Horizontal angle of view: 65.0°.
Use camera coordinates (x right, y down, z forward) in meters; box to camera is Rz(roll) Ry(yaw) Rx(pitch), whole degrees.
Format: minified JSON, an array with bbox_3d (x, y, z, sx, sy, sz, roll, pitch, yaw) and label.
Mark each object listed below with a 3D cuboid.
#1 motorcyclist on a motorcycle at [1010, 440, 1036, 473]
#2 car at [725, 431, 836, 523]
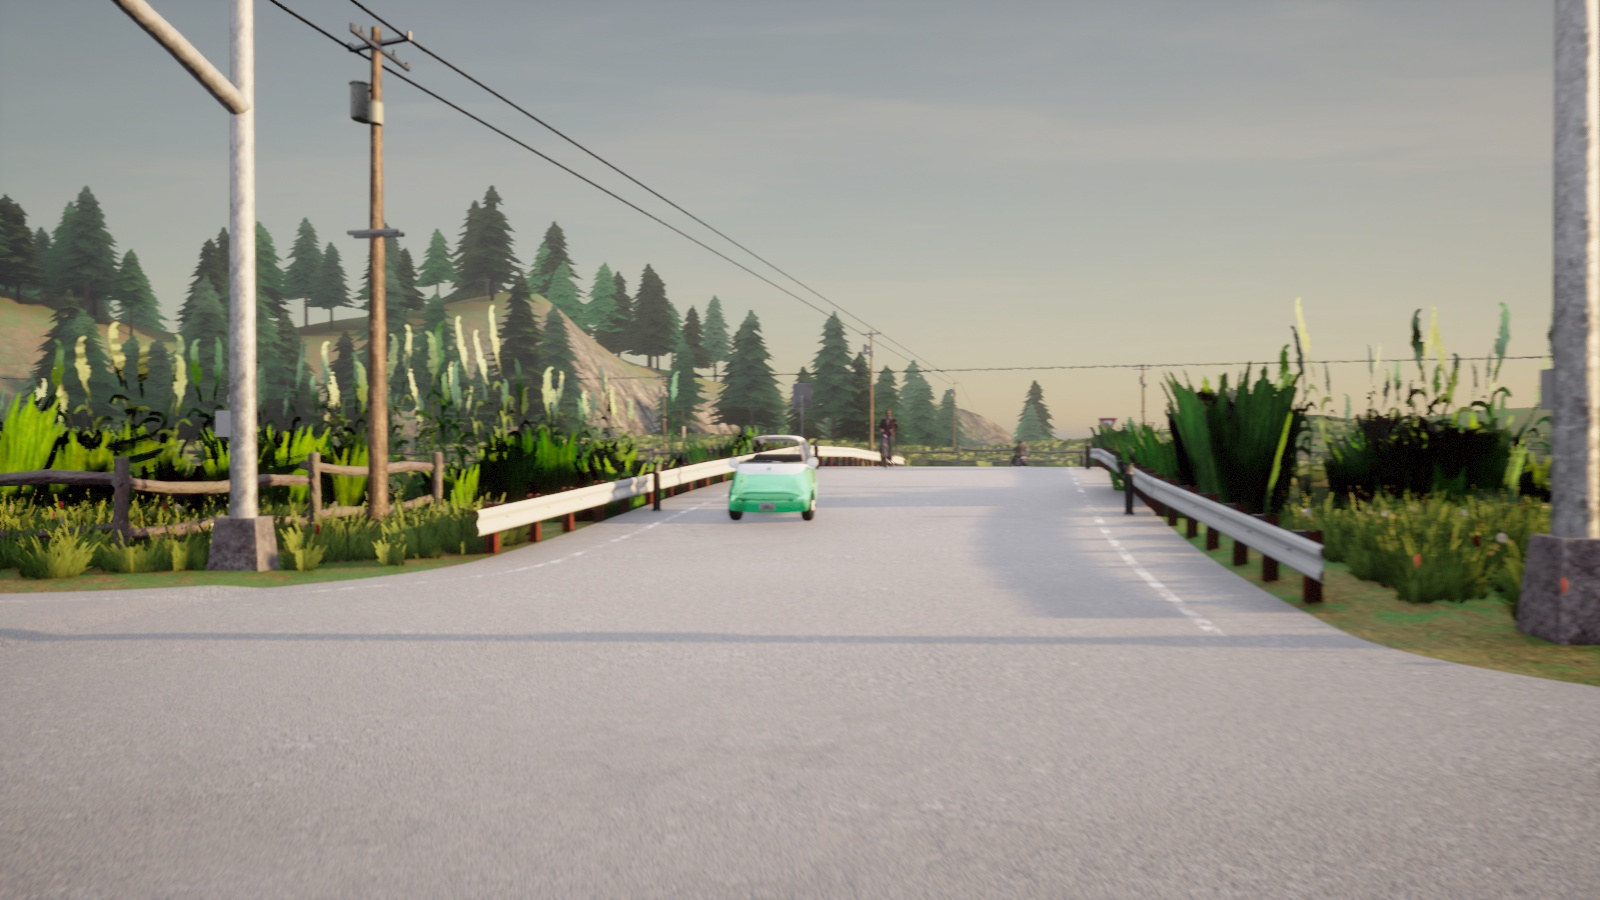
[{"bbox_3d":[11.484,0.308,64.831,0.766,1.649,2.350,-1,0,-4],"label":"motorcyclist on a motorcycle"},{"bbox_3d":[-0.290,0.418,21.128,1.481,1.376,2.207,0,3,10],"label":"car"}]
